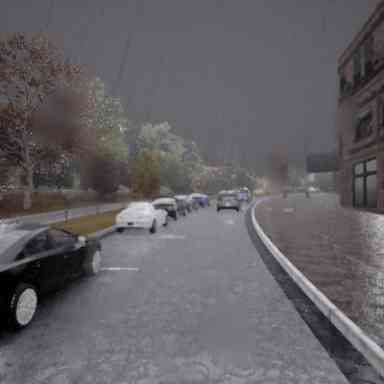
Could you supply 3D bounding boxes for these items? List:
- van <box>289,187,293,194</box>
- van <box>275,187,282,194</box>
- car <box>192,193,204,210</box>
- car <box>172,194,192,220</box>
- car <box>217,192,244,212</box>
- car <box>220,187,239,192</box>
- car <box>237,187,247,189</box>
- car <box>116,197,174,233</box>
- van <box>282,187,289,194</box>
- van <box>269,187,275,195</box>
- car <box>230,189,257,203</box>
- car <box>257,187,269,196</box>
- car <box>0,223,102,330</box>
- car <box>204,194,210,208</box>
[{"bbox_3d":[25.985,-0.465,90.208,1.878,1.987,4.442,-3,0,34],"label":"van"},{"bbox_3d":[19.734,-0.317,80.952,1.878,1.987,4.442,-3,0,33],"label":"van"},{"bbox_3d":[-0.675,0.951,29.107,2.231,1.521,4.892,-1,1,12],"label":"car"},{"bbox_3d":[-1.644,1.078,23.481,2.097,1.535,5.008,-1,2,10],"label":"car"},{"bbox_3d":[3.410,0.977,30.163,1.994,1.385,4.181,0,1,11],"label":"car"},{"bbox_3d":[5.154,0.514,50.687,2.231,1.521,4.892,-3,0,21],"label":"car"},{"bbox_3d":[7.111,0.403,55.923,2.231,1.521,4.892,-3,0,21],"label":"car"},{"bbox_3d":[-2.503,1.233,17.309,2.002,1.452,4.674,-1,1,7],"label":"car"},{"bbox_3d":[22.787,-0.395,85.636,1.878,1.987,4.442,-3,0,33],"label":"van"},{"bbox_3d":[16.842,-0.233,76.163,1.878,1.987,4.442,-3,0,28],"label":"van"},{"bbox_3d":[6.721,0.688,43.165,2.033,1.411,5.357,0,1,17],"label":"car"},{"bbox_3d":[14.193,0.079,71.328,1.946,1.575,5.366,-3,0,29],"label":"car"},{"bbox_3d":[-3.440,1.363,6.817,2.097,1.535,5.008,1,1,5],"label":"car"},{"bbox_3d":[0.678,0.822,35.286,2.097,1.535,5.008,0,1,14],"label":"car"}]
